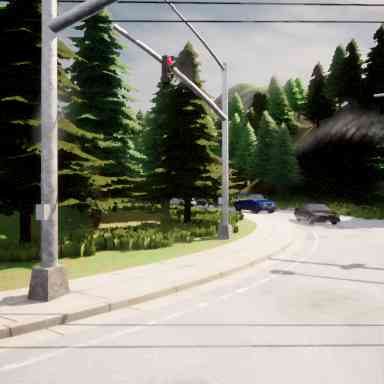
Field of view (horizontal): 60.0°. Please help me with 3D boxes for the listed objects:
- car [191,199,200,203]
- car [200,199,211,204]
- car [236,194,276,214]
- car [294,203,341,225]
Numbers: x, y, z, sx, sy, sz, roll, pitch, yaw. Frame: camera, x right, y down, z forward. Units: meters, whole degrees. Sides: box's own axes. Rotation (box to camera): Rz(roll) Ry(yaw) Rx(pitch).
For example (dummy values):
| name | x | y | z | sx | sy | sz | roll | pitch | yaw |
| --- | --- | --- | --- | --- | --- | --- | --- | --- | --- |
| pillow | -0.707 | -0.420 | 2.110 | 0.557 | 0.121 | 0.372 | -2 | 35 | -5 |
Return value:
| name | x | y | z | sx | sy | sz | roll | pitch | yaw |
| --- | --- | --- | --- | --- | --- | --- | --- | --- | --- |
| car | -1.819 | 1.206 | 49.531 | 2.150 | 2.045 | 5.566 | 0 | 0 | -41 |
| car | 2.036 | 1.505 | 50.039 | 1.837 | 1.490 | 4.892 | 0 | 0 | -37 |
| car | 6.636 | 1.220 | 35.675 | 2.150 | 2.045 | 5.566 | 0 | 0 | -24 |
| car | 9.026 | 1.547 | 24.506 | 2.033 | 1.411 | 5.357 | 0 | 0 | 2 |
